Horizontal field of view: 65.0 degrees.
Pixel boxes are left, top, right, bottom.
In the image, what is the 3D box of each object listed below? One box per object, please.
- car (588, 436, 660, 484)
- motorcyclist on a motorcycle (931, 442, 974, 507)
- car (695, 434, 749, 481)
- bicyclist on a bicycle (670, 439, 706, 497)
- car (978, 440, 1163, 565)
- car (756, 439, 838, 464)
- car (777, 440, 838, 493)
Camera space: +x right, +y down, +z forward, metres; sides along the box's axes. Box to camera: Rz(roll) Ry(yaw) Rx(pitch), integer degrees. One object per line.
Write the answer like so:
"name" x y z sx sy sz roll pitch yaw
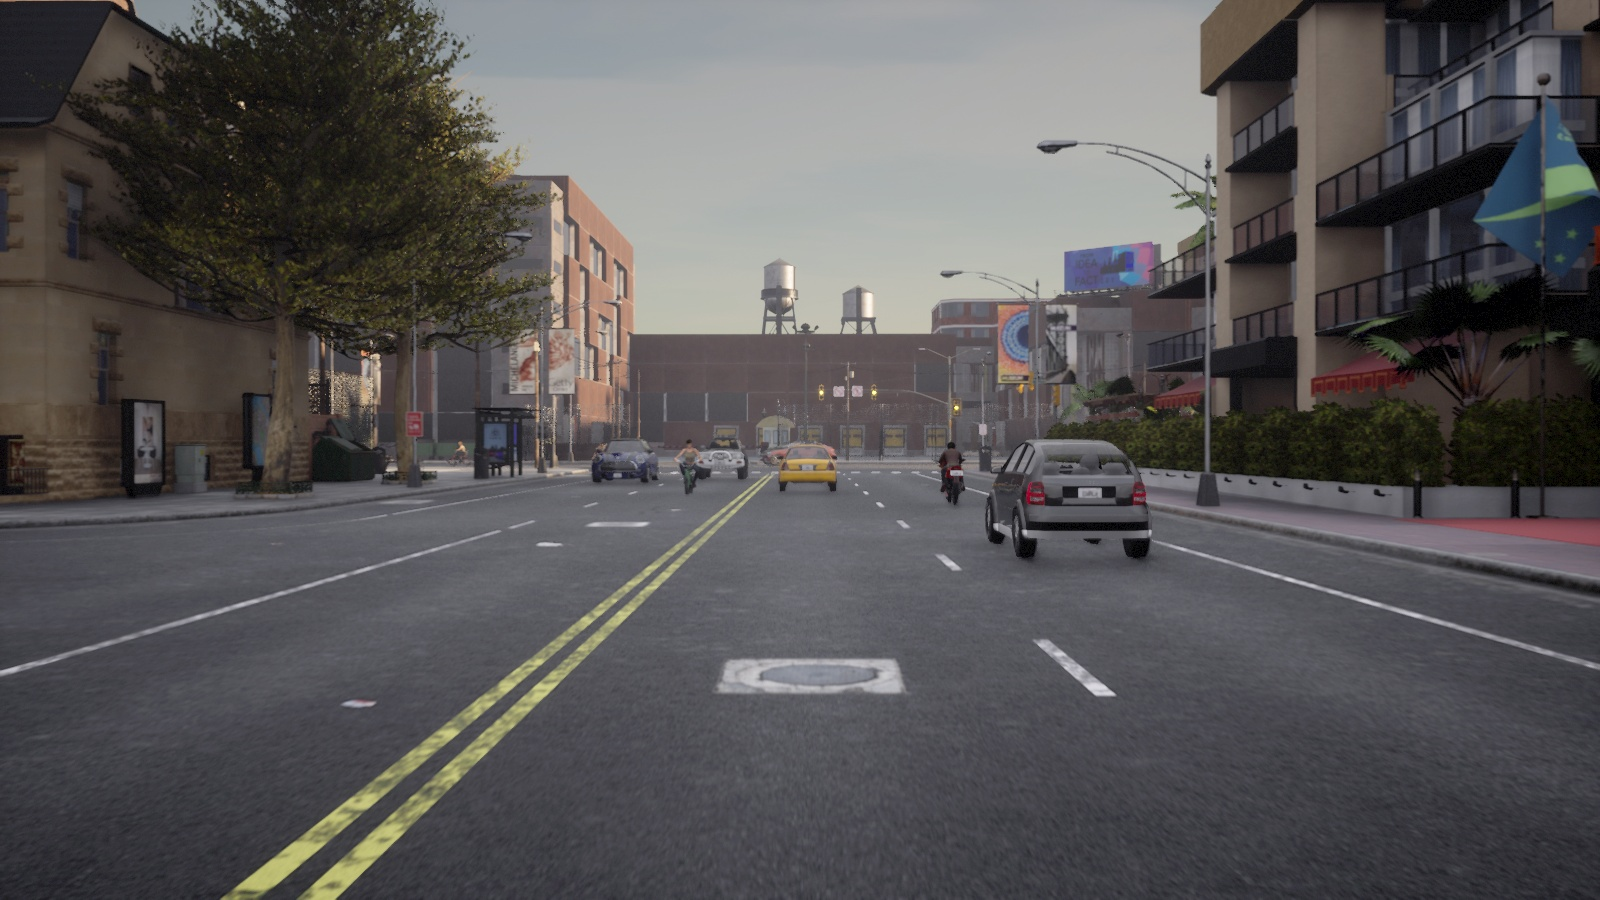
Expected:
"car" -6.710 0.344 48.286 2.097 1.767 4.553 0 0 0
"motorcyclist on a motorcycle" 3.689 0.570 30.551 0.797 1.523 2.044 0 0 0
"car" -3.187 0.284 52.281 1.932 1.855 4.605 0 0 0
"bicyclist on a bicycle" -3.217 0.490 36.137 0.866 1.612 1.509 0 1 2
"car" 3.612 0.636 17.399 1.789 1.549 3.705 0 0 0
"car" -0.206 0.082 83.531 5.027 1.651 2.152 0 0 -16
"car" 0.244 0.473 40.169 1.801 1.575 5.366 0 0 0
